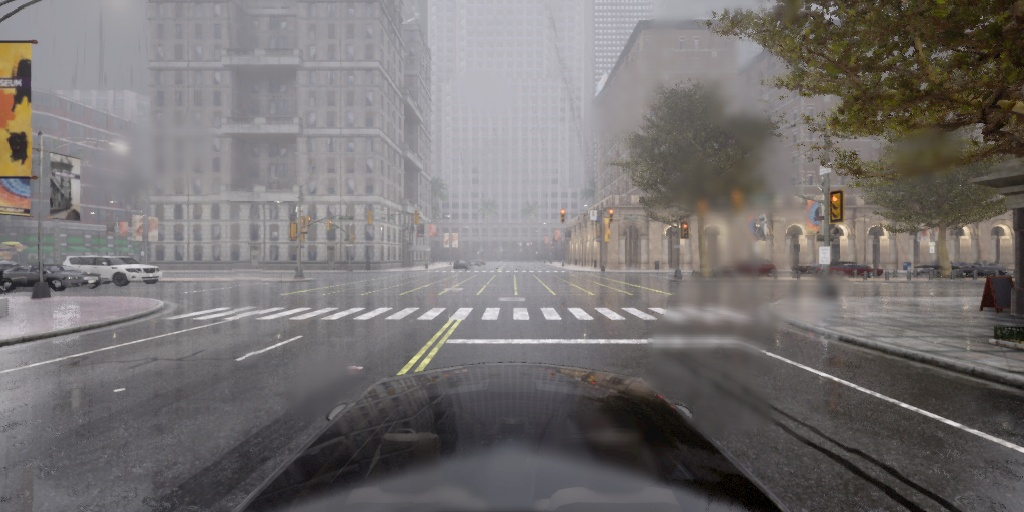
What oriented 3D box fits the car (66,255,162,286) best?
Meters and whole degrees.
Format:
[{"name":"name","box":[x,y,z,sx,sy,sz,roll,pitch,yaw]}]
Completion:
[{"name":"car","box":[-27.387,0.971,24.547,5.566,2.045,2.150,0,0,2]}]

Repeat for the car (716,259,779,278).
[{"name":"car","box":[21.385,1.102,32.485,4.553,1.767,2.097,0,0,0]}]

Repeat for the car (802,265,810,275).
[{"name":"car","box":[32.468,1.254,35.931,4.892,1.490,1.837,0,0,0]}]

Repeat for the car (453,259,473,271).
[{"name":"car","box":[-7.137,1.228,50.770,1.882,1.535,5.008,0,0,0]}]

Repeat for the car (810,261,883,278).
[{"name":"car","box":[30.373,1.351,32.441,4.718,1.301,1.895,0,0,0]}]

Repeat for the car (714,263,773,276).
[{"name":"car","box":[23.146,1.351,35.977,4.718,1.301,1.895,0,0,0]}]

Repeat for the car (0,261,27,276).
[{"name":"car","box":[-52.547,1.255,36.911,4.892,1.490,1.837,0,0,20]}]

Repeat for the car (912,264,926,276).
[{"name":"car","box":[43.091,1.242,35.867,4.902,1.511,2.128,0,0,0]}]

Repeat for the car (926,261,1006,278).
[{"name":"car","box":[41.272,1.242,32.381,4.902,1.511,2.128,0,0,0]}]

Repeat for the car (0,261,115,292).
[{"name":"car","box":[-27.066,1.242,21.030,4.902,1.511,2.128,0,0,0]}]
